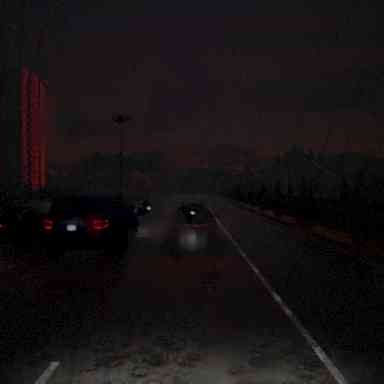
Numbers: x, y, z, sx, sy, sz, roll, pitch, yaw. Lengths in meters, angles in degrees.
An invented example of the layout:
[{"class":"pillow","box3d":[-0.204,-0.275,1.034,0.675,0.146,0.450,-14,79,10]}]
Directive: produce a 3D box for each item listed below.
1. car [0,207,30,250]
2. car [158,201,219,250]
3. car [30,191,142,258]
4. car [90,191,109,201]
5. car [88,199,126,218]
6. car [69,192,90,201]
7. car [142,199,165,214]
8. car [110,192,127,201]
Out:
[{"class":"car","box3d":[-6.959,1.341,13.423,2.128,1.511,4.902,0,1,0]},{"class":"car","box3d":[0.041,1.341,13.428,2.128,1.511,4.902,0,1,0]},{"class":"car","box3d":[-3.468,1.084,12.324,2.150,2.045,5.566,0,1,0]},{"class":"car","box3d":[-16.707,0.680,60.198,2.097,1.767,4.553,0,1,2]},{"class":"car","box3d":[-6.934,1.289,27.811,1.895,1.301,4.718,0,1,1]},{"class":"car","box3d":[-20.207,0.806,60.113,1.882,1.535,5.008,0,1,2]},{"class":"car","box3d":[-3.414,1.244,28.655,1.994,1.385,4.181,0,1,1]},{"class":"car","box3d":[-13.213,0.832,60.154,1.837,1.490,4.892,0,1,2]}]
